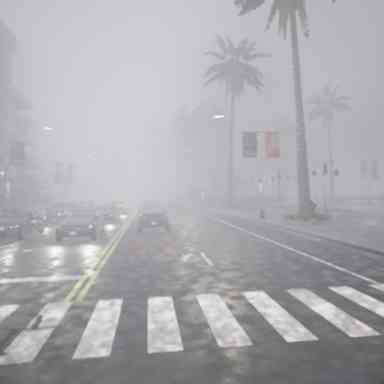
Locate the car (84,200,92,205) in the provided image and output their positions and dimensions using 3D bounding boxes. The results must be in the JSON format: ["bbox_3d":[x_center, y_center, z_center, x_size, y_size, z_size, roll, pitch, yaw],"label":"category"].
[{"bbox_3d":[-11.743,1.684,36.850,2.128,1.511,4.902,-1,0,-8],"label":"car"}]

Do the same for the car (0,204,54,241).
[{"bbox_3d":[-9.275,1.640,17.680,2.128,1.511,4.902,-1,0,-8],"label":"car"}]

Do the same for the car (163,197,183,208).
[{"bbox_3d":[-2.590,1.654,47.739,1.895,1.301,4.718,-1,0,-11],"label":"car"}]

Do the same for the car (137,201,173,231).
[{"bbox_3d":[-2.425,1.569,20.863,1.812,1.442,4.674,-1,0,-7],"label":"car"}]

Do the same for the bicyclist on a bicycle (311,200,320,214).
[{"bbox_3d":[8.161,1.181,23.081,1.656,1.620,0.582,-1,0,-7],"label":"bicyclist on a bicycle"}]

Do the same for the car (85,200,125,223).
[{"bbox_3d":[-6.919,1.662,26.943,2.033,1.411,5.357,-1,0,-7],"label":"car"}]

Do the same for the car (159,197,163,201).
[{"bbox_3d":[-5.172,1.644,57.576,2.033,1.411,5.357,-1,0,-19],"label":"car"}]

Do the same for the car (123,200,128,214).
[{"bbox_3d":[-8.253,1.616,37.274,1.882,1.535,5.008,-1,0,-7],"label":"car"}]

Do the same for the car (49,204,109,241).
[{"bbox_3d":[-5.713,1.619,17.461,1.812,1.442,4.674,-1,0,-7],"label":"car"}]

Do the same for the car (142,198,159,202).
[{"bbox_3d":[-6.272,1.636,48.113,1.812,1.442,4.674,-1,0,-12],"label":"car"}]

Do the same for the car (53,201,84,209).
[{"bbox_3d":[-10.437,1.521,26.814,2.097,1.767,4.553,-1,0,-7],"label":"car"}]
